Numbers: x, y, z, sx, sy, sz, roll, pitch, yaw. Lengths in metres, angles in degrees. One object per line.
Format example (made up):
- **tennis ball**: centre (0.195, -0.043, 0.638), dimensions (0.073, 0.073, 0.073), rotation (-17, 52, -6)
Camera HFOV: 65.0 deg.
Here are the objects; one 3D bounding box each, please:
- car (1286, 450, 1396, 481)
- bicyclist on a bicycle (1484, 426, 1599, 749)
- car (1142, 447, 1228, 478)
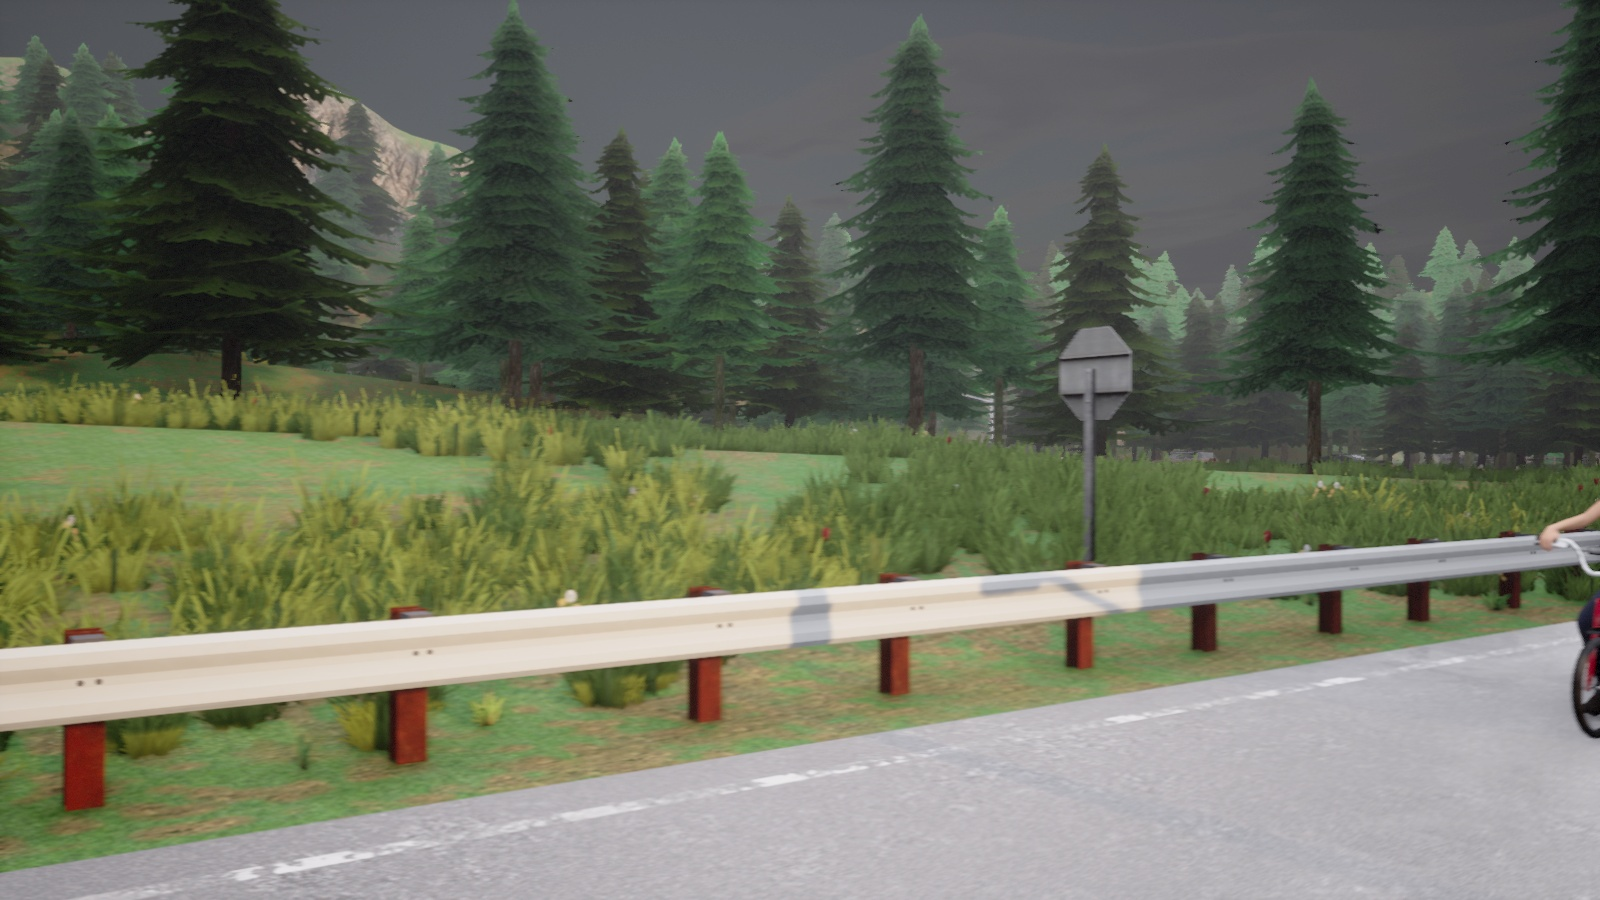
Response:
- **car**: centre (28.212, 0.797, 65.658), dimensions (1.882, 1.535, 5.008), rotation (0, 0, -35)
- **bicyclist on a bicycle**: centre (4.544, 0.688, 6.830), dimensions (1.509, 1.612, 0.866), rotation (0, 0, -35)
- **car**: centre (22.598, 0.710, 73.858), dimensions (2.097, 1.767, 4.553), rotation (0, 0, -34)
